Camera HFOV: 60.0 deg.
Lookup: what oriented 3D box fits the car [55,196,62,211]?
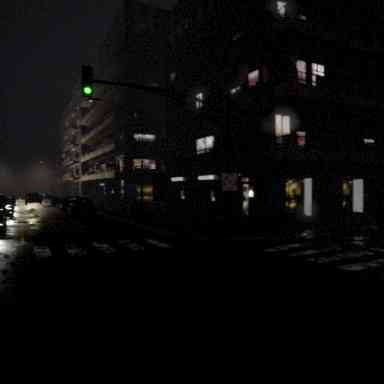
[{"bbox_3d":[-11.560,1.089,31.771,1.967,1.590,4.097,0,1,-27],"label":"car"}]

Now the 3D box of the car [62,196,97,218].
[{"bbox_3d":[-8.954,1.142,26.722,1.967,1.590,4.097,0,1,-27],"label":"car"}]

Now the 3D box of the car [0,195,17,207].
[{"bbox_3d":[-23.649,1.123,42.785,1.895,1.301,4.718,0,1,-27],"label":"car"}]

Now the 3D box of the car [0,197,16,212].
[{"bbox_3d":[-18.916,1.219,33.593,1.895,1.301,4.718,0,1,-27],"label":"car"}]

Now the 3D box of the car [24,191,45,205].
[{"bbox_3d":[-21.904,0.847,45.949,2.097,1.767,4.553,0,1,-27],"label":"car"}]

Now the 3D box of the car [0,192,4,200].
[{"bbox_3d":[-39.857,0.809,68.320,2.008,1.369,4.403,0,1,-27],"label":"car"}]

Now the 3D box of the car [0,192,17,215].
[{"bbox_3d":[-14.614,1.060,25.111,2.097,1.767,4.553,0,1,-27],"label":"car"}]

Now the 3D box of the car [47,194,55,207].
[{"bbox_3d":[-16.773,1.125,41.871,1.802,1.307,4.206,0,1,-27],"label":"car"}]

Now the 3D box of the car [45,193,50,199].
[{"bbox_3d":[-27.198,0.886,62.067,2.008,1.369,4.403,0,1,-27],"label":"car"}]

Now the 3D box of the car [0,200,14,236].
[{"bbox_3d":[-10.267,1.345,16.687,2.033,1.411,5.357,0,1,-28],"label":"car"}]

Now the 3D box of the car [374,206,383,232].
[{"bbox_3d":[10.478,0.860,14.951,5.009,1.841,2.192,-1,2,-28],"label":"car"}]

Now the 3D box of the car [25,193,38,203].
[{"bbox_3d":[-26.430,0.883,54.716,1.882,1.535,5.008,0,1,-27],"label":"car"}]

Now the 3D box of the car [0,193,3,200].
[{"bbox_3d":[-37.250,0.860,63.271,2.008,1.369,4.403,0,1,-27],"label":"car"}]
